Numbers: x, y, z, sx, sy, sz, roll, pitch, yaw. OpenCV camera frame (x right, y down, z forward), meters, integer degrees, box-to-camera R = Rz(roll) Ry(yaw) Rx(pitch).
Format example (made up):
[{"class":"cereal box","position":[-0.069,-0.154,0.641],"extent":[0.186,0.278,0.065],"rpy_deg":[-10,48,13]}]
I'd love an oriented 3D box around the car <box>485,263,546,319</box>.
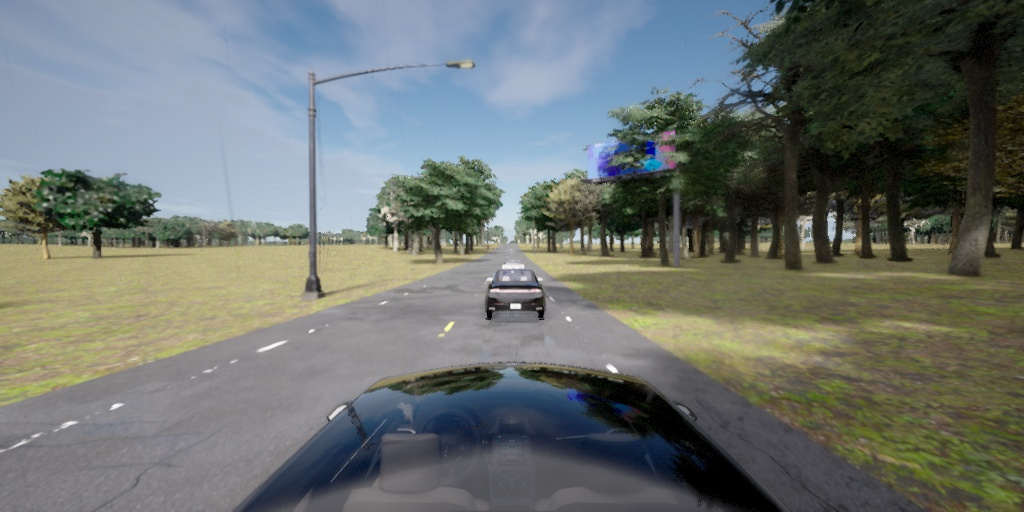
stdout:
[{"class":"car","position":[0.104,1.183,12.509],"extent":[2.128,1.511,4.902],"rpy_deg":[0,1,0]}]

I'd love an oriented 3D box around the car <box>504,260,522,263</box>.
[{"class":"car","position":[0.109,0.969,31.747],"extent":[1.895,1.301,4.718],"rpy_deg":[0,1,0]}]
